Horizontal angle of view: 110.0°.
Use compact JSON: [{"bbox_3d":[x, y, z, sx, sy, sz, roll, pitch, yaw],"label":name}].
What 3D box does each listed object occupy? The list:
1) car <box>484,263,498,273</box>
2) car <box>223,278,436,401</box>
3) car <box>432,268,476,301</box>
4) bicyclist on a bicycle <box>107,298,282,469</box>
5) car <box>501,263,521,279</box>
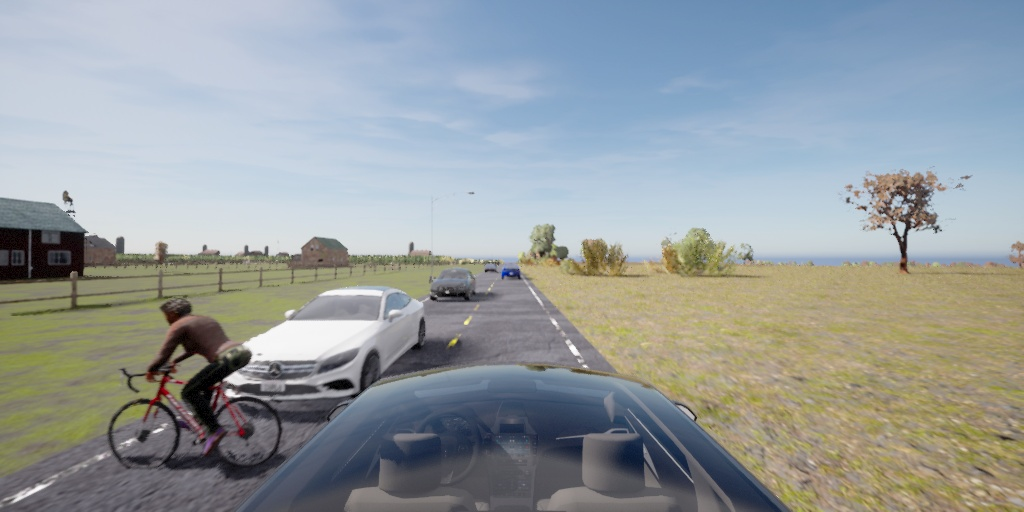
[{"bbox_3d":[-3.111,1.800,53.386,2.033,1.411,5.357,0,-1,0],"label":"car"},{"bbox_3d":[-2.871,1.320,6.642,1.812,1.442,4.674,0,0,0],"label":"car"},{"bbox_3d":[-2.919,1.406,18.570,1.837,1.490,4.892,0,-1,0],"label":"car"},{"bbox_3d":[-3.010,1.220,3.399,1.656,1.620,0.582,-1,0,0],"label":"bicyclist on a bicycle"},{"bbox_3d":[-0.080,1.546,36.758,1.882,1.535,5.008,0,-1,0],"label":"car"}]
